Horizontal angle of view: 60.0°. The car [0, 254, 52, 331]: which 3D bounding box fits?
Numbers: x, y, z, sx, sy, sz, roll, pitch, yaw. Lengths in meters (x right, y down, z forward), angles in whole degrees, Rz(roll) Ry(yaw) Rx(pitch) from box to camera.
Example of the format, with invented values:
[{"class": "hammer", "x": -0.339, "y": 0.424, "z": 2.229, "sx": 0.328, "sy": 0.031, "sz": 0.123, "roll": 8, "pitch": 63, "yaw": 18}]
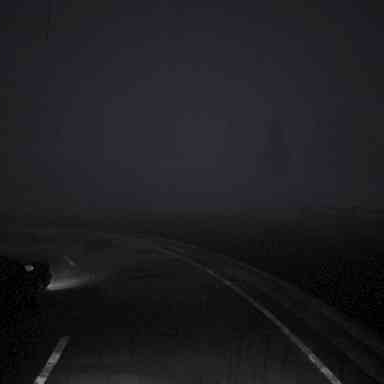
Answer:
[{"class": "car", "x": -3.674, "y": 1.545, "z": 4.728, "sx": 2.033, "sy": 1.411, "sz": 5.357, "roll": 0, "pitch": 0, "yaw": -7}]
